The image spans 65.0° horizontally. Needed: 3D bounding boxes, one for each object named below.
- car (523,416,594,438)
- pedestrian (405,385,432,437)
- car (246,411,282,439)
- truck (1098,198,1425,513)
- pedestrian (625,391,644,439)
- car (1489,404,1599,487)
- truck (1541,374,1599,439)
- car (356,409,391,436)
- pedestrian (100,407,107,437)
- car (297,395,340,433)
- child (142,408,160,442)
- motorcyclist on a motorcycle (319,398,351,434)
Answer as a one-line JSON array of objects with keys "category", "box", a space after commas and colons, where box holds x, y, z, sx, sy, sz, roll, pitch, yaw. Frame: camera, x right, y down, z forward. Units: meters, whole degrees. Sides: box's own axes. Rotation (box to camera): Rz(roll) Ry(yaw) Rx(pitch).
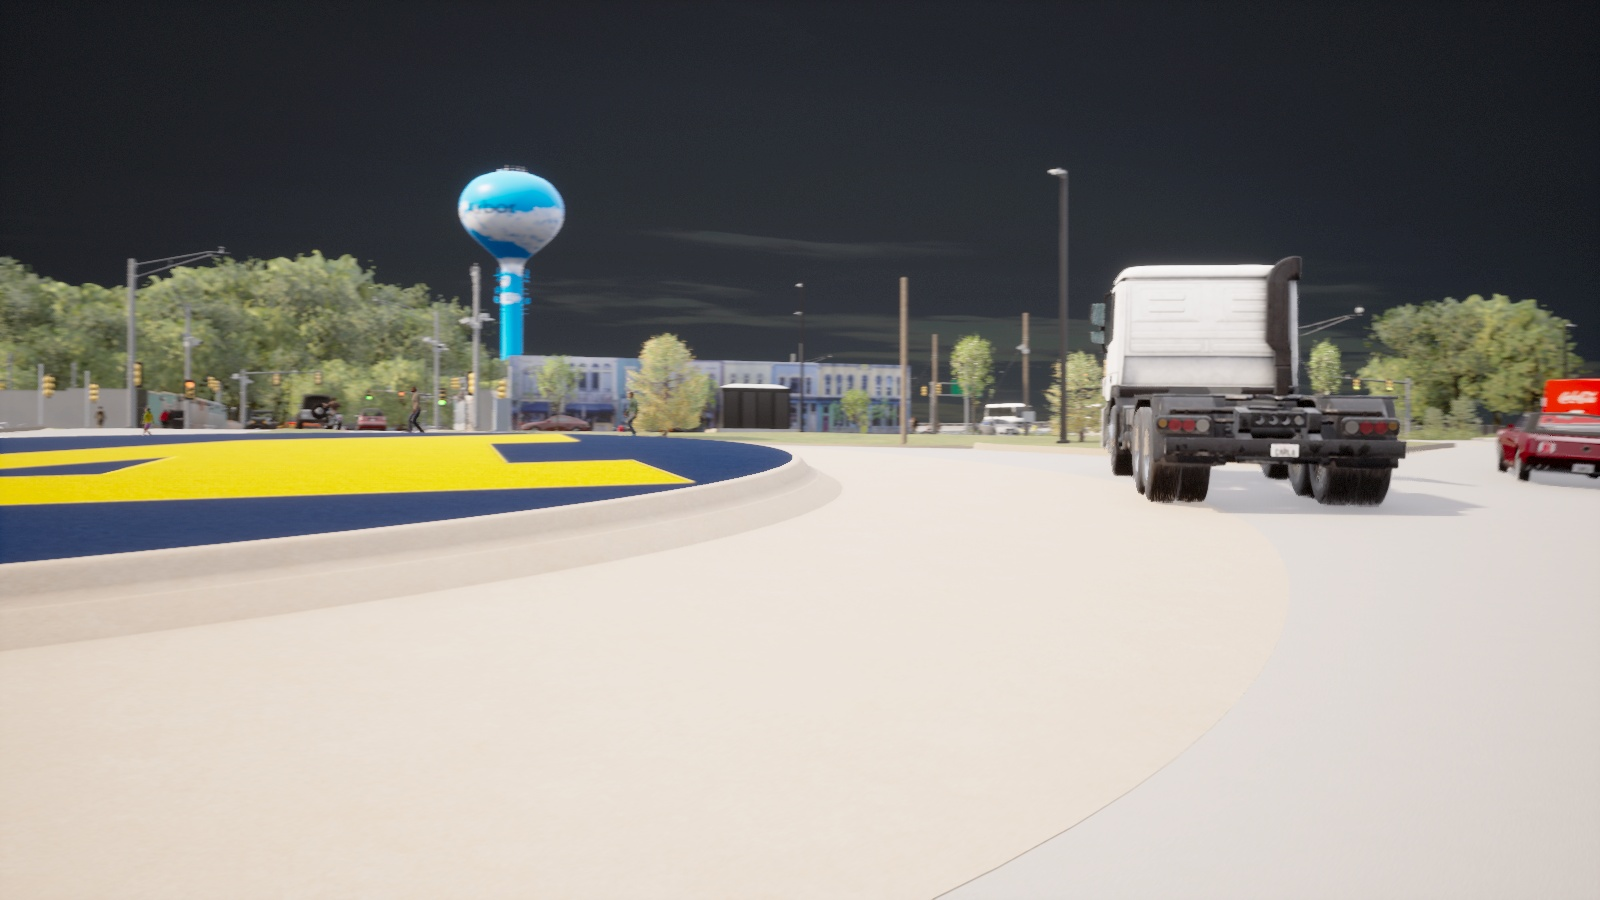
[{"category": "car", "box": [-16.674, -1.573, 86.691, 4.674, 1.442, 1.812, 0, 0, -17]}, {"category": "pedestrian", "box": [-13.534, -1.378, 44.533, 0.869, 1.805, 0.328, 0, 0, -34]}, {"category": "car", "box": [-38.669, -1.787, 90.675, 1.905, 1.878, 3.866, 0, 0, -16]}, {"category": "truck", "box": [6.066, -1.223, 17.984, 2.891, 3.462, 7.936, 1, 3, 9]}, {"category": "pedestrian", "box": [-6.402, -1.350, 48.569, 0.614, 1.847, 0.353, 0, 0, -25]}, {"category": "car", "box": [14.564, -0.132, 23.974, 1.895, 1.301, 4.718, 5, 4, 23]}, {"category": "truck", "box": [31.237, -1.681, 50.293, 2.627, 2.467, 5.204, 0, 1, 31]}, {"category": "car", "box": [-27.046, -1.729, 79.514, 1.851, 1.617, 3.988, 0, 0, -23]}, {"category": "pedestrian", "box": [-44.949, -1.808, 81.038, 0.396, 1.930, 0.692, 0, 0, -27]}, {"category": "car", "box": [-25.322, -1.853, 65.952, 1.905, 1.878, 3.866, 0, 0, -24]}, {"category": "child", "box": [-22.120, -0.839, 42.789, 0.473, 1.160, 0.299, 0, 0, 8]}, {"category": "motorcyclist on a motorcycle", "box": [-21.418, -1.561, 57.799, 0.766, 1.649, 2.350, 0, 1, -36]}]
